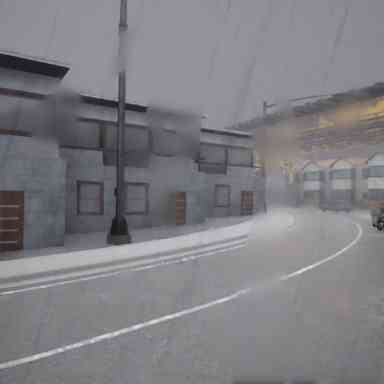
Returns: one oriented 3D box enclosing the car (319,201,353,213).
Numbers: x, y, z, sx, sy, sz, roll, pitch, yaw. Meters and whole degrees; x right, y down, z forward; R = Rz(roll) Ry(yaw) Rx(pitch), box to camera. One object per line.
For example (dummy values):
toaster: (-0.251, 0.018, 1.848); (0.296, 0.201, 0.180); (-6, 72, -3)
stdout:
car: (18.572, 1.917, 43.010); (2.033, 1.411, 5.357); (1, -1, -7)

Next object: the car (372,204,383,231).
car: (11.963, 1.456, 19.879); (1.837, 1.490, 4.892); (1, 0, 23)
